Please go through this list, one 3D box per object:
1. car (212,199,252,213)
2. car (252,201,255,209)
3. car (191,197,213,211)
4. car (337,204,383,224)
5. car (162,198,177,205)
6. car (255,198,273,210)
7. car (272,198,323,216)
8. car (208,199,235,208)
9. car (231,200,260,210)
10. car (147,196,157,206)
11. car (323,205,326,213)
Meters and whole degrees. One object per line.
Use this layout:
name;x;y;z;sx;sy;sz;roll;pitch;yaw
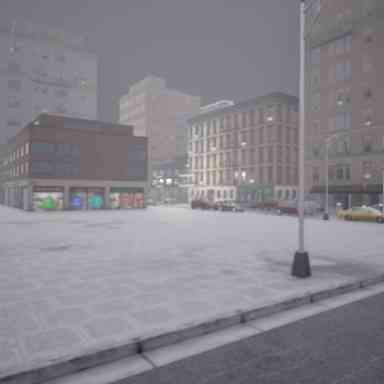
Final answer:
car;5.057;1.919;42.488;2.008;1.369;4.403;1;0;-35
car;5.859;1.893;45.762;1.837;1.490;4.892;1;0;-35
car;1.786;1.681;47.109;2.192;1.841;5.009;1;0;-35
car;14.975;1.899;28.489;1.752;1.417;4.829;1;0;-35
car;-4.759;1.973;70.226;2.008;1.369;4.403;1;0;-35
car;11.607;1.745;47.127;2.192;1.841;5.009;1;0;-35
car;11.763;1.742;37.416;2.097;1.767;4.553;1;0;-35
car;4.962;1.952;56.505;1.752;1.417;4.829;1;0;-35
car;8.332;1.994;51.746;1.947;1.339;4.313;1;0;-35
car;-8.035;1.943;60.968;1.802;1.307;4.206;1;0;-35
car;14.880;1.872;42.507;1.967;1.590;4.097;1;0;-35
